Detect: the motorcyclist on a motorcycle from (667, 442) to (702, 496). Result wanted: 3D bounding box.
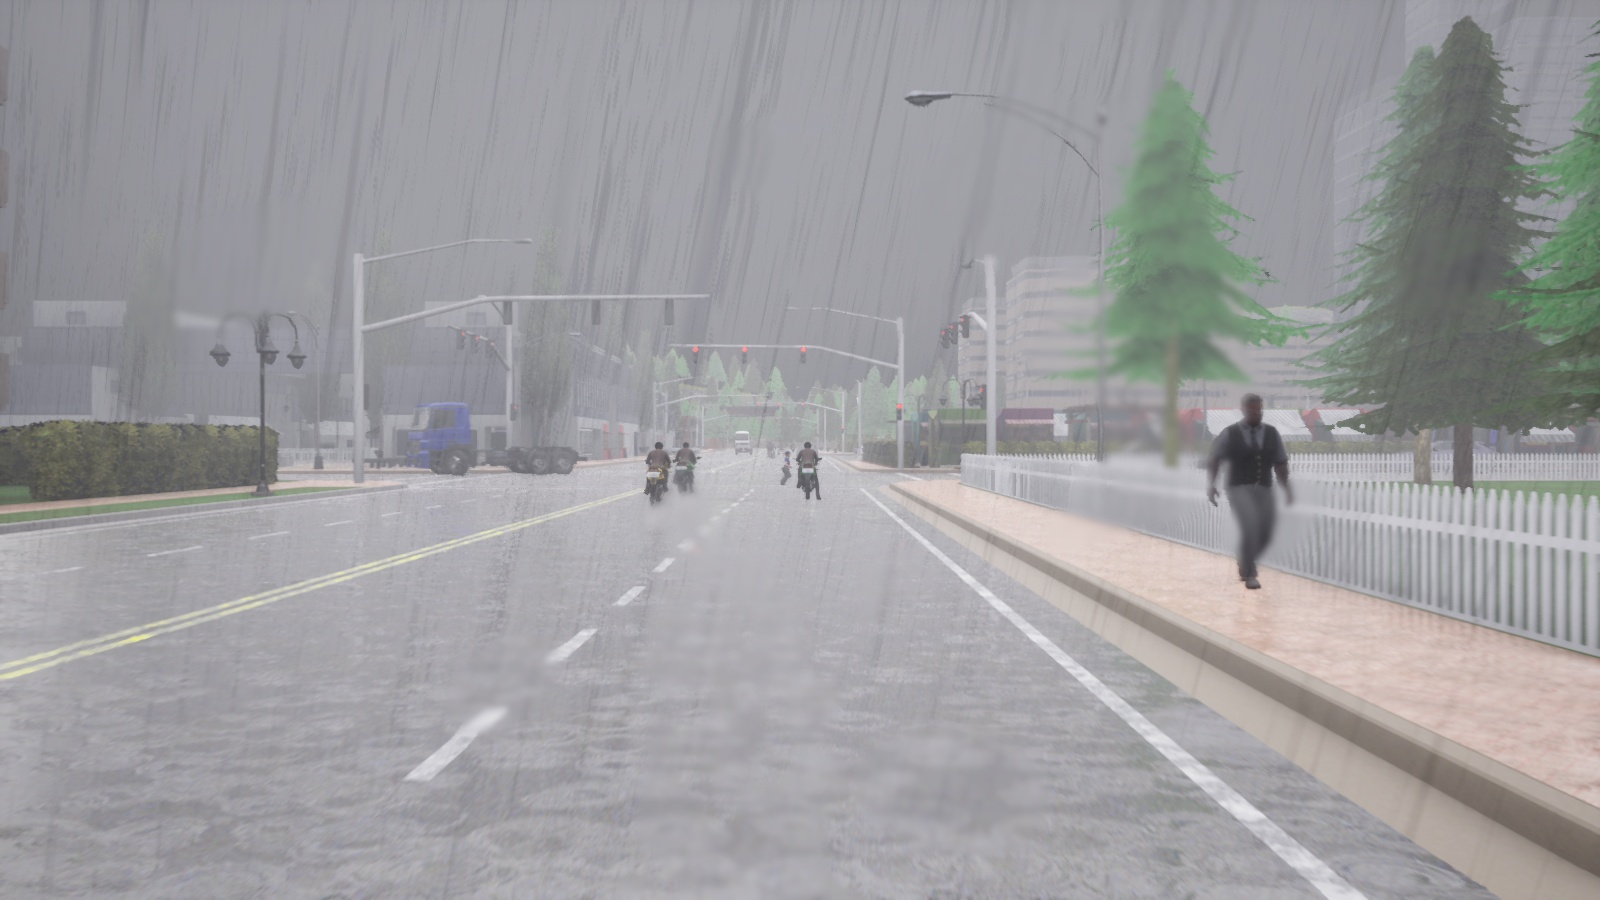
[{"bbox_3d":[-3.281,0.524,35.906,0.797,1.523,2.044,0,0,0],"label":"motorcyclist on a motorcycle"}]

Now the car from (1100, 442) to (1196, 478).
[{"bbox_3d":[15.345,0.424,55.520,3.705,1.549,1.789,0,0,-1],"label":"car"}]

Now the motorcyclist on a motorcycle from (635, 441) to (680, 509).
[{"bbox_3d":[-3.318,0.561,29.391,0.797,1.523,2.044,0,1,0],"label":"motorcyclist on a motorcycle"}]

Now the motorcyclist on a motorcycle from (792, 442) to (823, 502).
[{"bbox_3d":[0.202,0.543,32.885,0.797,1.523,2.044,0,0,0],"label":"motorcyclist on a motorcycle"}]

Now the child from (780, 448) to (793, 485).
[{"bbox_3d":[-0.470,0.577,43.343,0.437,1.263,0.270,0,0,-4],"label":"child"}]

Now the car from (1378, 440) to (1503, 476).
[{"bbox_3d":[30.199,0.367,59.315,4.856,1.649,2.033,0,0,-1],"label":"car"}]

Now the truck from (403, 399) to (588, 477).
[{"bbox_3d":[-14.250,-0.580,58.944,7.936,3.462,2.891,0,1,-31],"label":"truck"}]

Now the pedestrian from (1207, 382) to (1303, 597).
[{"bbox_3d":[4.113,0.344,11.403,0.563,1.883,0.849,0,0,1],"label":"pedestrian"}]
